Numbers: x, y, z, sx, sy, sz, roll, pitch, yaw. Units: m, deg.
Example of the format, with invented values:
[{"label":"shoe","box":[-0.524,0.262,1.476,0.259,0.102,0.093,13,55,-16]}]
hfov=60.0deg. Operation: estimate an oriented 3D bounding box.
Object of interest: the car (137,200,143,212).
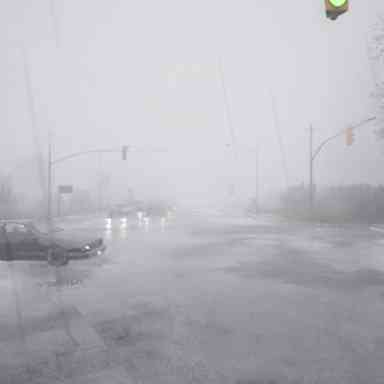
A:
[{"label":"car","box":[-7.105,1.787,43.305,1.837,1.490,4.892,0,0,0]}]

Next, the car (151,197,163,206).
[{"label":"car","box":[-7.015,1.911,67.794,1.882,1.535,5.008,0,0,0]}]

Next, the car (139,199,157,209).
[{"label":"car","box":[-7.081,1.899,53.915,2.033,1.411,5.357,0,0,1]}]

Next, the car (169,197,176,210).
[{"label":"car","box":[-3.604,1.770,44.758,1.882,1.535,5.008,0,0,0]}]

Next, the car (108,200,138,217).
[{"label":"car","box":[-7.115,1.823,33.990,1.895,1.301,4.718,0,0,1]}]

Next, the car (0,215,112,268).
[{"label":"car","box":[-5.728,1.621,11.141,5.357,1.411,2.033,0,0,3]}]

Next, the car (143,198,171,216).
[{"label":"car","box":[-3.605,1.707,35.179,1.882,1.535,5.008,0,0,0]}]

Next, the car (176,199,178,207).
[{"label":"car","box":[-3.556,1.732,58.335,2.097,1.767,4.553,0,0,0]}]
